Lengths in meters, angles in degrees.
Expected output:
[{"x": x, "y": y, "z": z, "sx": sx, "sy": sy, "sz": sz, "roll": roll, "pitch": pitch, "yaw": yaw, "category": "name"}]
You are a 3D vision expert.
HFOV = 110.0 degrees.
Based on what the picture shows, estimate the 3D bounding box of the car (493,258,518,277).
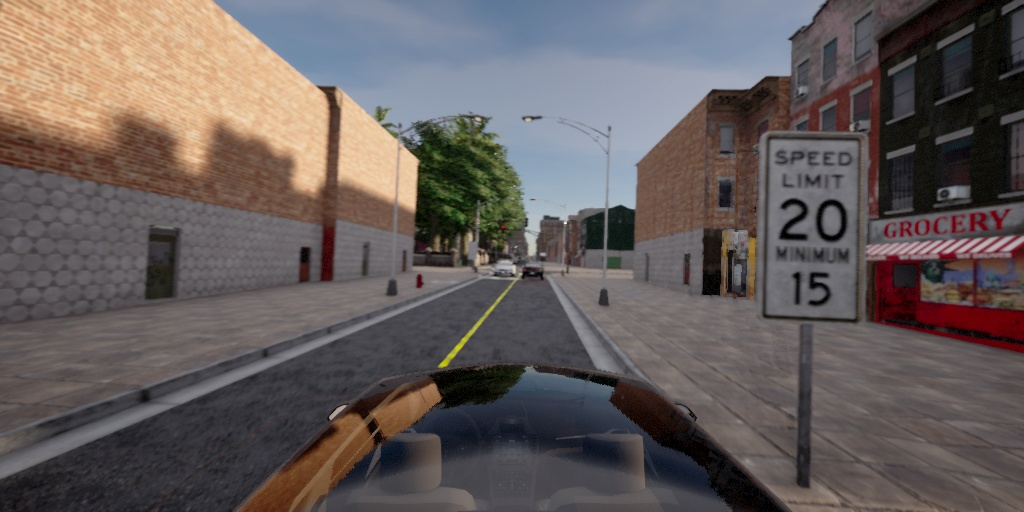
[{"x": -0.667, "y": 1.232, "z": 35.647, "sx": 1.812, "sy": 1.442, "sz": 4.674, "roll": 2, "pitch": 0, "yaw": 4, "category": "car"}]

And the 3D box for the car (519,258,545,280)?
[{"x": 1.902, "y": 1.285, "z": 32.493, "sx": 1.882, "sy": 1.535, "sz": 5.008, "roll": 2, "pitch": 0, "yaw": 4, "category": "car"}]
